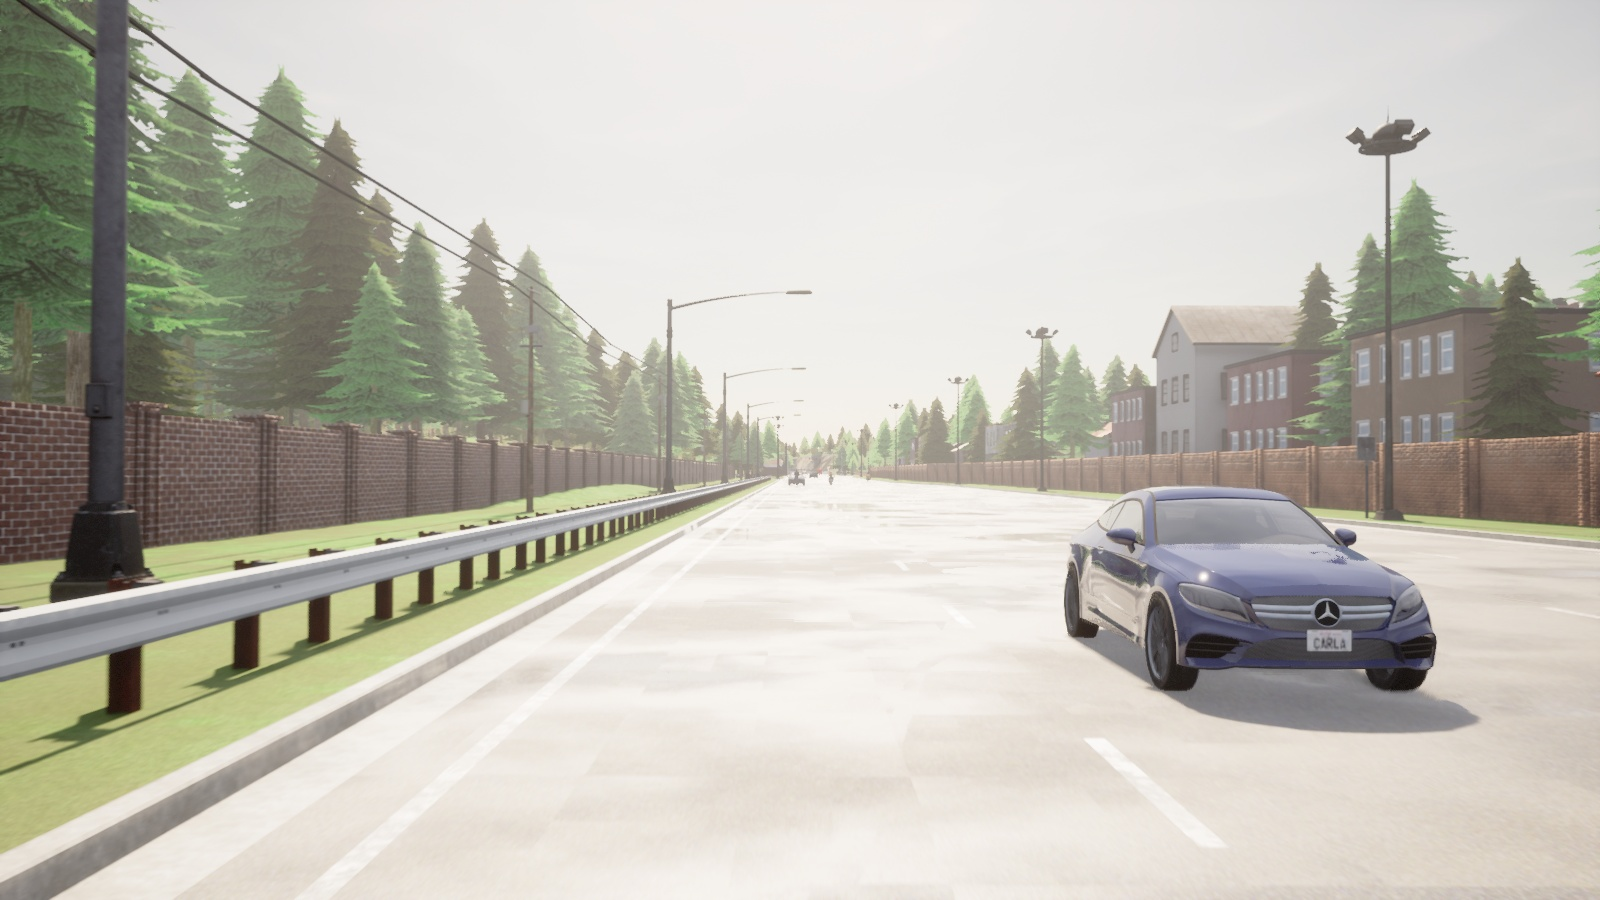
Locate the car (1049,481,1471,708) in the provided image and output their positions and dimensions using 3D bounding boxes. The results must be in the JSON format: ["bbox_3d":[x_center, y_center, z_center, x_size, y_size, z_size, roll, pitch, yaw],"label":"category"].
[{"bbox_3d":[3.473,1.003,10.564,1.812,1.442,4.674,0,-1,0],"label":"car"}]
